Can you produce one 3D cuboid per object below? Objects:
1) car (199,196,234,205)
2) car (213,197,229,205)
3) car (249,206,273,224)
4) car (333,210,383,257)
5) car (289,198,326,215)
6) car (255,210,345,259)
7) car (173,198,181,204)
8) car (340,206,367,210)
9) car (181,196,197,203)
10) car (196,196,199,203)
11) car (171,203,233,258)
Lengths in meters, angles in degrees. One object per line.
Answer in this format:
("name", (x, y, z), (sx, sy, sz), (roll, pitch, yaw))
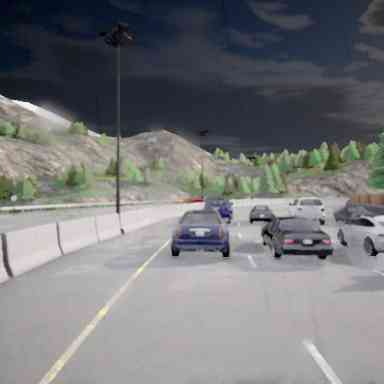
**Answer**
("car", (2.239, 1.480, 27.896), (2.150, 2.045, 5.566), (0, 0, 10))
("car", (6.510, 2.058, 74.575), (2.097, 1.767, 4.553), (0, -1, 26))
("car", (5.755, 1.828, 27.607), (1.994, 1.385, 4.181), (0, 0, 10))
("car", (7.456, 1.657, 13.338), (1.812, 1.442, 4.674), (0, 0, 5))
("car", (9.137, 1.474, 26.707), (2.150, 2.045, 5.566), (0, 0, 10))
("car", (3.924, 1.675, 13.216), (2.033, 1.411, 5.357), (0, -1, 5))
("car", (-2.719, 2.215, 79.585), (1.882, 1.535, 5.008), (0, -1, 26))
("car", (12.584, 1.802, 26.093), (2.033, 1.411, 5.357), (0, -1, 10))
("car", (0.340, 1.951, 77.882), (2.150, 2.045, 5.566), (0, -1, 26))
("car", (3.425, 2.214, 76.226), (1.837, 1.490, 4.892), (0, -1, 26))
("car", (0.447, 1.478, 13.579), (2.097, 1.767, 4.553), (0, -1, 5))
